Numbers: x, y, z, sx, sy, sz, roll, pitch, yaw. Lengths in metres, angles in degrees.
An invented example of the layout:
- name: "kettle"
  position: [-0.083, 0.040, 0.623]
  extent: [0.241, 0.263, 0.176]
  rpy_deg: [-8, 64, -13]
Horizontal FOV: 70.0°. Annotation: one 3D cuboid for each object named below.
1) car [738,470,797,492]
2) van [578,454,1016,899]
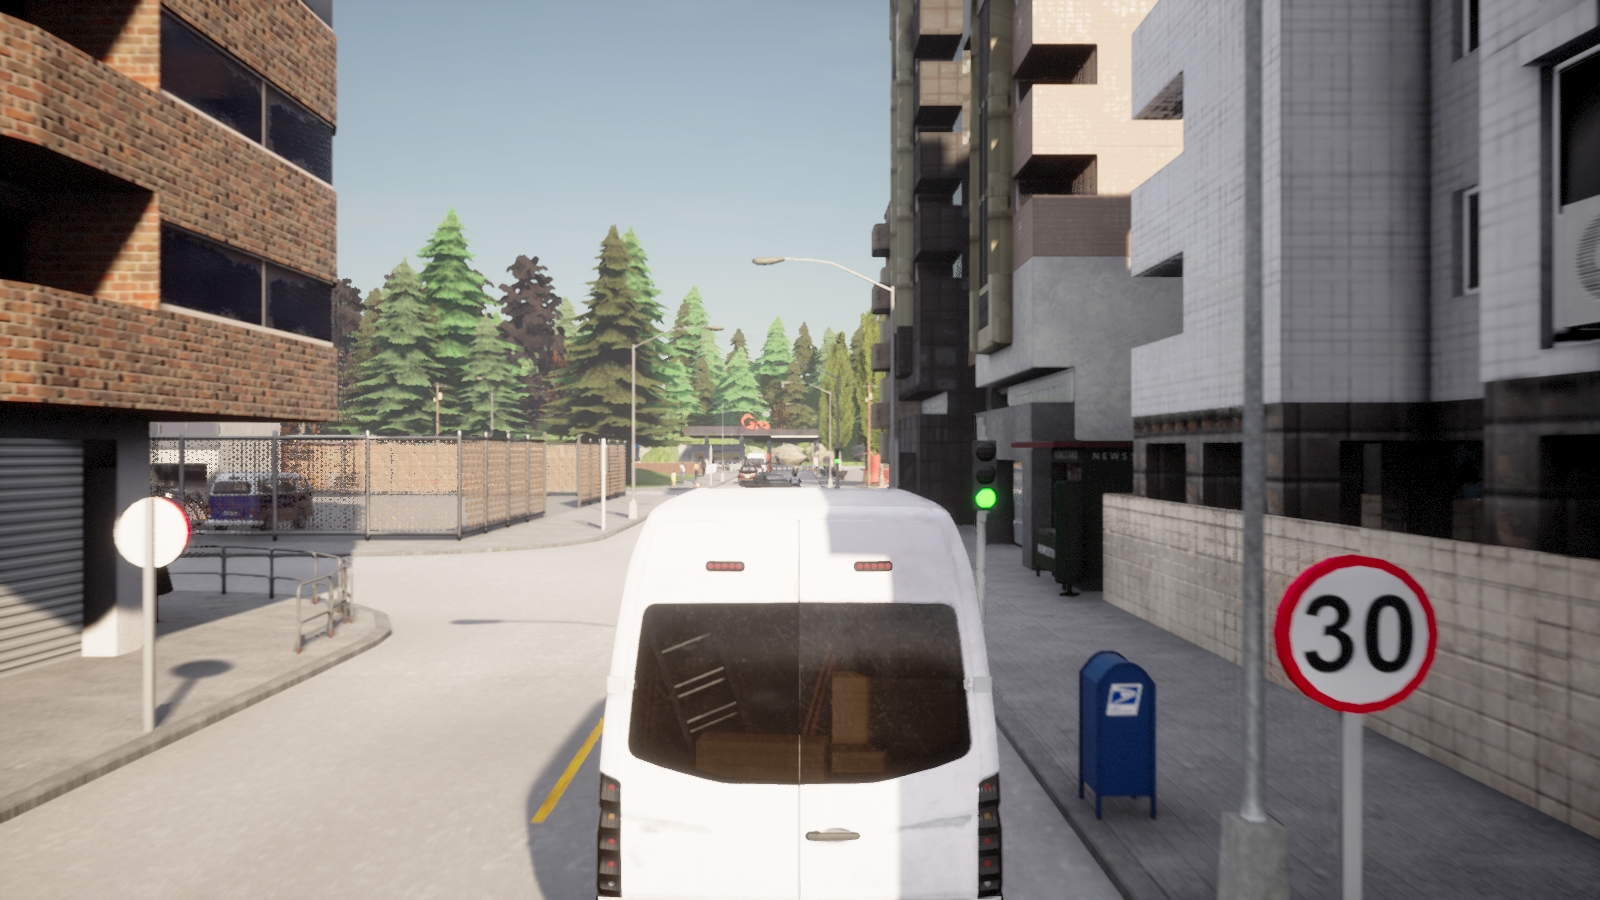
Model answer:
- name: "car"
  position: [-2.103, 1.974, 73.220]
  extent: [1.895, 1.301, 4.718]
  rpy_deg: [0, 0, -27]
- name: "van"
  position: [-0.024, 1.320, 8.142]
  extent: [1.988, 2.561, 5.915]
  rpy_deg: [0, 0, 0]
